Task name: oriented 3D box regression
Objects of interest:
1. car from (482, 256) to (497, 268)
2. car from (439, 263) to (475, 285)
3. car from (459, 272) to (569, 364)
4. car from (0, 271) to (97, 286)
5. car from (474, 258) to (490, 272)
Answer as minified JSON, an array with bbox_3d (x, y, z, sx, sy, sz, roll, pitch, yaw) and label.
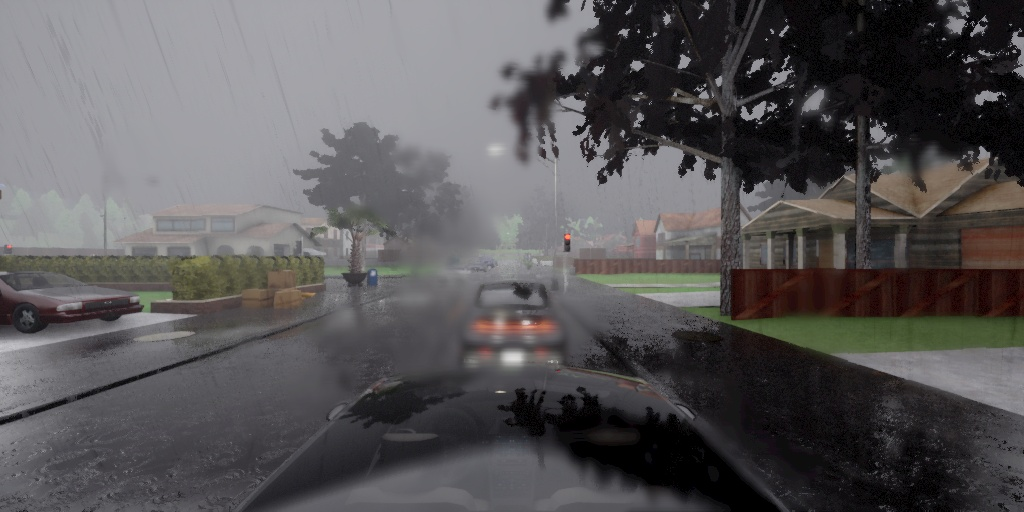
[{"bbox_3d":[-4.085,0.972,59.084,2.150,2.045,5.566,0,0,0],"label":"car"},{"bbox_3d":[-4.100,1.351,26.587,1.895,1.301,4.718,0,0,0],"label":"car"},{"bbox_3d":[0.043,1.255,7.686,1.837,1.490,4.892,0,0,0],"label":"car"},{"bbox_3d":[-34.225,1.241,26.760,4.902,1.511,2.128,0,0,0],"label":"car"},{"bbox_3d":[-4.099,1.314,43.081,1.994,1.385,4.181,0,0,0],"label":"car"}]
